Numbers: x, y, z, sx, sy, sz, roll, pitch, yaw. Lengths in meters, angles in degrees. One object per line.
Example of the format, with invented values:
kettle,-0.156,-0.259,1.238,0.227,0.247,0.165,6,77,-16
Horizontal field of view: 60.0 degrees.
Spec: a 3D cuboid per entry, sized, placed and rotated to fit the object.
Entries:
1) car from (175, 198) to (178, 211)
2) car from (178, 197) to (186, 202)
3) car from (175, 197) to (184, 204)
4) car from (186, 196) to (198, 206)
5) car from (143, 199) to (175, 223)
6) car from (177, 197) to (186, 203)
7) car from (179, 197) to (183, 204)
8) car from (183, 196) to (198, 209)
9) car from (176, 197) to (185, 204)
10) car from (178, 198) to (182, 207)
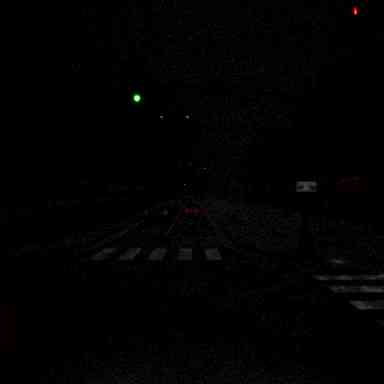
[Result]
car,-2.641,1.548,31.559,1.967,1.590,4.097,0,0,0
car,-2.644,2.057,88.444,1.947,1.339,4.313,-1,0,0
car,-2.644,1.899,71.379,1.887,1.381,4.507,0,0,0
car,0.000,1.628,60.371,2.097,1.767,4.553,0,0,0
car,-2.641,1.522,25.871,1.967,1.590,4.097,0,0,0
car,-2.644,1.994,82.756,2.008,1.369,4.403,0,0,0
car,-2.643,1.785,54.313,2.008,1.369,4.403,0,0,0
car,0.000,1.686,49.980,1.882,1.535,5.008,0,0,0
car,-2.644,1.942,77.067,1.887,1.381,4.507,0,0,0
car,-2.642,1.748,42.936,1.802,1.307,4.206,0,0,0
